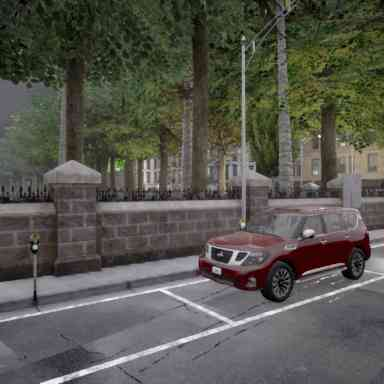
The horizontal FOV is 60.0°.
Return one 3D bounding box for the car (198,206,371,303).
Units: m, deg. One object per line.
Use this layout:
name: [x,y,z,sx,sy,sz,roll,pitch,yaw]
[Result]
car: [2.550,1.314,8.408,5.009,1.841,2.192,0,0,-36]
